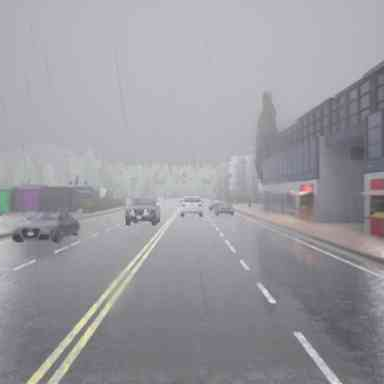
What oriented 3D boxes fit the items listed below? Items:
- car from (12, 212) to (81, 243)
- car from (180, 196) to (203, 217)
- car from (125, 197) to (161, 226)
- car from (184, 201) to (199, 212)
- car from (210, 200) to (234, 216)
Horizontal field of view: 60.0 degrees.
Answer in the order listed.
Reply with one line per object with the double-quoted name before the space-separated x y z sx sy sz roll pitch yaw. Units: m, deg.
"car" -7.156 1.688 16.737 1.994 1.385 4.181 0 0 0
"car" -0.042 1.473 34.314 2.150 2.045 5.566 0 0 0
"car" -3.616 1.404 25.373 2.150 2.045 5.566 0 0 0
"car" -0.077 1.931 45.064 1.895 1.301 4.718 0 0 0
"car" 3.426 1.812 36.059 2.033 1.411 5.357 0 0 0
